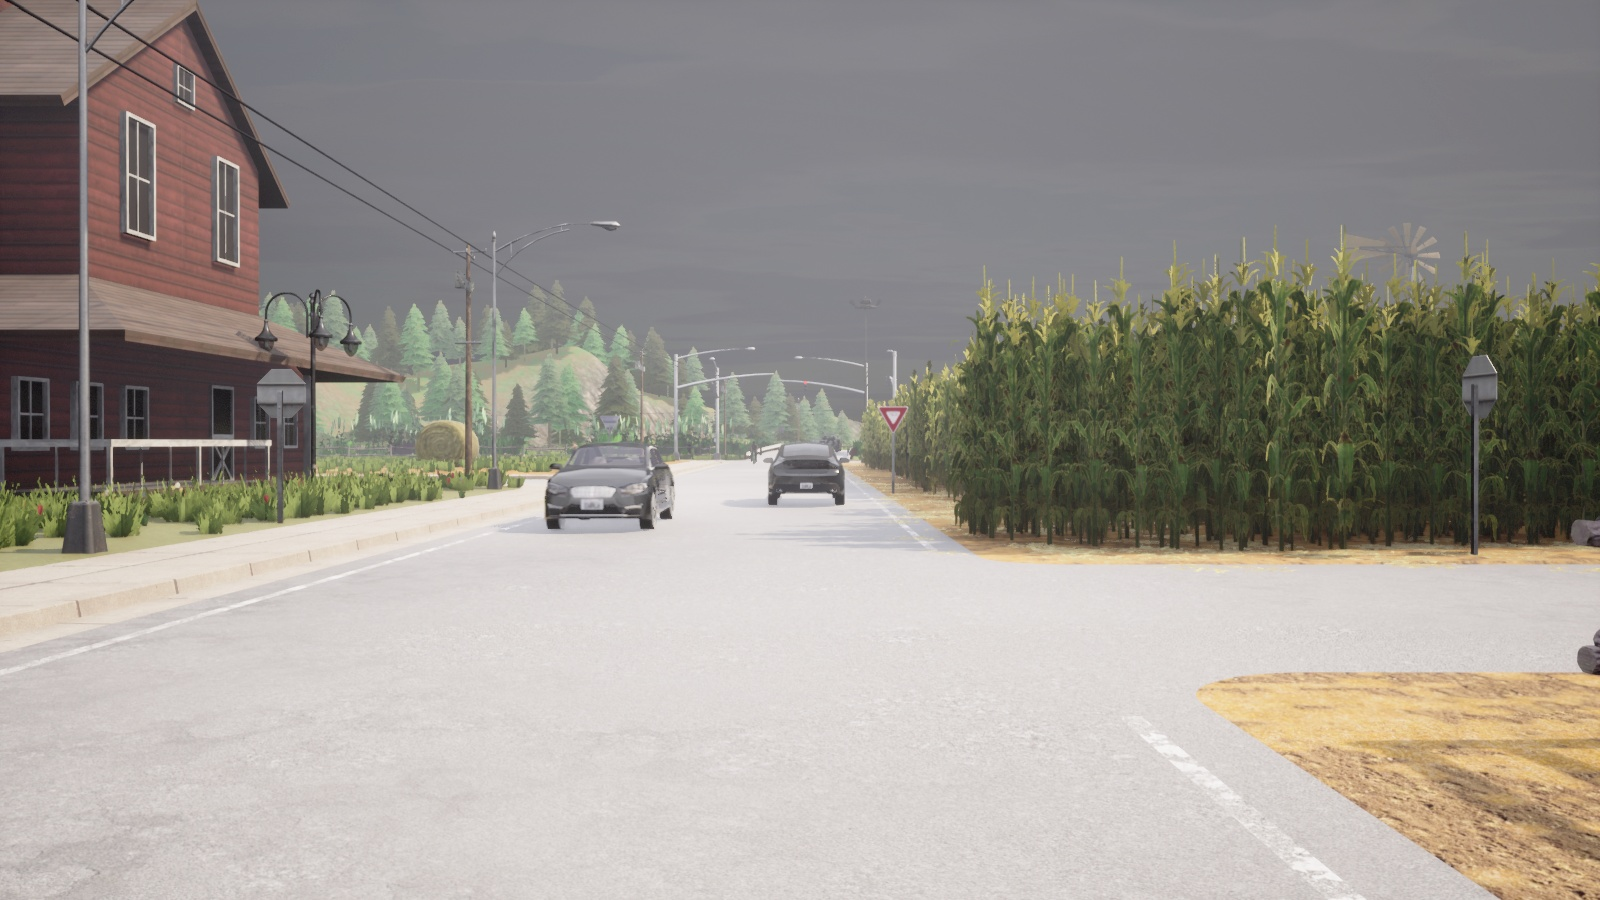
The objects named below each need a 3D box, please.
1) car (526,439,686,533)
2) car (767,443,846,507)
[{"bbox_3d":[-3.381,0.570,22.848,2.128,1.511,4.902,0,0,0],"label":"car"},{"bbox_3d":[0.159,0.571,31.729,1.837,1.490,4.892,0,0,0],"label":"car"}]
